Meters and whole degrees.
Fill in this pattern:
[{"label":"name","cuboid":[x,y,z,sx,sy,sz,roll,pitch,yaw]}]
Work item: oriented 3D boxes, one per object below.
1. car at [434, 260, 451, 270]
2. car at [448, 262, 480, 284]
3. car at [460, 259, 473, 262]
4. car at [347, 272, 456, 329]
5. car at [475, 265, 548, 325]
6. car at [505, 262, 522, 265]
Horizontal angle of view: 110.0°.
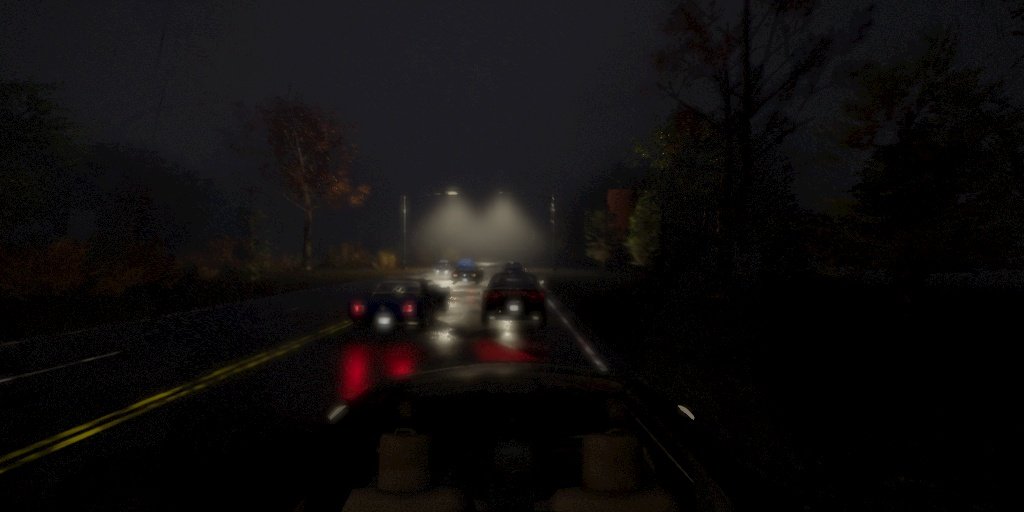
[{"label":"car","cuboid":[-9.597,1.232,50.644,1.994,1.385,4.181,0,0,1]},{"label":"car","cuboid":[-3.133,1.322,26.212,1.895,1.301,4.718,0,0,1]},{"label":"car","cuboid":[-6.366,1.150,49.523,1.882,1.535,5.008,0,0,1]},{"label":"car","cuboid":[-3.180,1.342,11.211,1.895,1.301,4.718,0,0,0]},{"label":"car","cuboid":[0.074,1.219,11.849,1.882,1.535,5.008,0,0,0]},{"label":"car","cuboid":[0.131,1.220,28.592,1.812,1.442,4.674,-2,0,0]}]
